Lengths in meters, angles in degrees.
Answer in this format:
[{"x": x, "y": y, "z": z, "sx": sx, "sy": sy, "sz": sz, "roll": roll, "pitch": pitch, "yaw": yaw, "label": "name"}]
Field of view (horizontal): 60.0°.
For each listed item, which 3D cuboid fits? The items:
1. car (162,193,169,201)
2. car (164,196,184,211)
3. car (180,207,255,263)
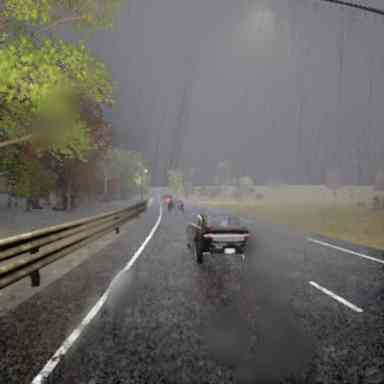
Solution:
[{"x": -4.169, "y": 1.452, "z": 62.786, "sx": 2.097, "sy": 1.767, "sz": 4.553, "roll": 0, "pitch": 0, "yaw": -6, "label": "car"}, {"x": -2.099, "y": 1.571, "z": 41.994, "sx": 2.128, "sy": 1.511, "sz": 4.902, "roll": 0, "pitch": 0, "yaw": -6, "label": "car"}, {"x": 0.871, "y": 1.521, "z": 12.159, "sx": 2.128, "sy": 1.511, "sz": 4.902, "roll": 0, "pitch": 0, "yaw": -6, "label": "car"}]
